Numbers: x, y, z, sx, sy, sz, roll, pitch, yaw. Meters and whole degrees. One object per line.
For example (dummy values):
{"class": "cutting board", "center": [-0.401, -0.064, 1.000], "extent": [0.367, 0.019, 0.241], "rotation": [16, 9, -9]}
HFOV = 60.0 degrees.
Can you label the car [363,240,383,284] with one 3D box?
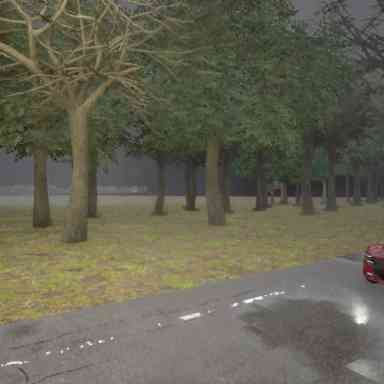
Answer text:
{"class": "car", "center": [6.306, 1.469, 8.463], "extent": [5.008, 1.535, 1.882], "rotation": [0, 0, -35]}
